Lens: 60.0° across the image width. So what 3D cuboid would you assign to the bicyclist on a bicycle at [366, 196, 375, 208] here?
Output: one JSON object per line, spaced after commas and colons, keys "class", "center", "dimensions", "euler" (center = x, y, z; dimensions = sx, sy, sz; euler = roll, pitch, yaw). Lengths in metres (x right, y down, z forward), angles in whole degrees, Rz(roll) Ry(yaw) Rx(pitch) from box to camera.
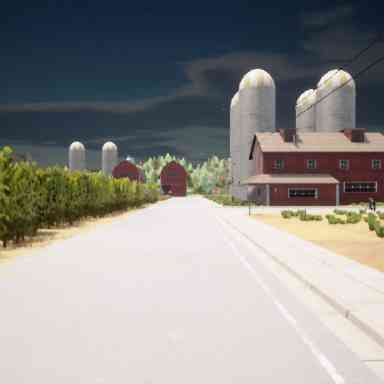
{"class": "bicyclist on a bicycle", "center": [18.153, 1.249, 33.785], "dimensions": [0.582, 1.620, 1.656], "euler": [0, 0, -1]}
